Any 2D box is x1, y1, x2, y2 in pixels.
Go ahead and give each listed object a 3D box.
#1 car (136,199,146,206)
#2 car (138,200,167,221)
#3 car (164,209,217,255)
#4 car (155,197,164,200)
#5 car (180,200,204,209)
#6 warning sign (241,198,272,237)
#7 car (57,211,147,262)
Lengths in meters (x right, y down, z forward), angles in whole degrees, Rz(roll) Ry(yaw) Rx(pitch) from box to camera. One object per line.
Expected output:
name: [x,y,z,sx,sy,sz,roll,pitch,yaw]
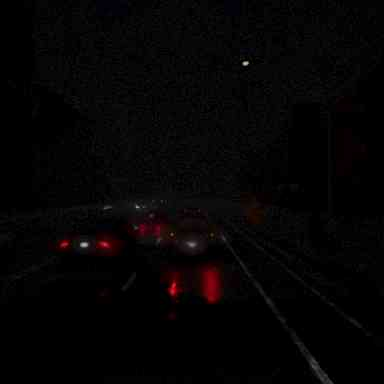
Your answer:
car: [-9.732,2.067,64.954,1.994,1.385,4.181,0,-1,1]
car: [-3.211,1.728,28.885,1.812,1.442,4.674,0,0,1]
car: [0.031,1.650,13.882,1.812,1.442,4.674,0,0,1]
car: [-6.486,1.860,65.102,2.097,1.767,4.553,0,-1,1]
car: [0.035,1.694,28.487,2.128,1.511,4.902,0,0,0]
warning sign: [3.217,1.259,16.767,1.300,1.860,1.060,-1,-1,0]
car: [-3.236,1.662,12.553,2.033,1.411,5.357,0,0,1]
